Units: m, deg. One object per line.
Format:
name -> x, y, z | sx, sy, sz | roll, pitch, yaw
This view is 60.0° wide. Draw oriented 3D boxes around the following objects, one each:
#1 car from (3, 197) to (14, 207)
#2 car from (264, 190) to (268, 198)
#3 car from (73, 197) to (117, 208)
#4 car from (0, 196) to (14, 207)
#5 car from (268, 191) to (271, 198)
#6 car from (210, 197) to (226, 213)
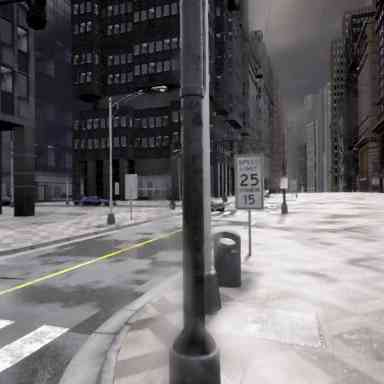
car -> -22.055, 1.295, 41.588 | 4.718, 1.301, 1.895 | -1, 0, 19
car -> 11.229, 0.632, 56.940 | 1.994, 1.385, 4.181 | -1, 1, 19
car -> -10.960, 1.188, 37.780 | 4.718, 1.301, 1.895 | -1, 0, 19
car -> -27.450, 1.327, 46.803 | 4.181, 1.385, 1.994 | 0, 0, 19
car -> 14.603, 0.411, 66.634 | 2.128, 1.511, 4.902 | -1, 1, 19
car -> 1.369, 1.146, 29.314 | 1.895, 1.301, 4.718 | -1, 1, -15
